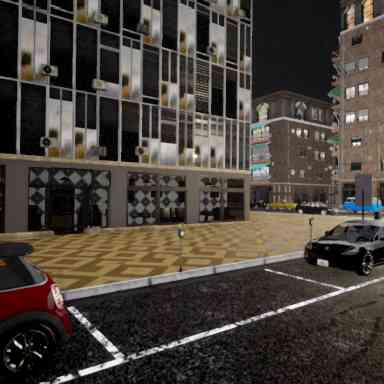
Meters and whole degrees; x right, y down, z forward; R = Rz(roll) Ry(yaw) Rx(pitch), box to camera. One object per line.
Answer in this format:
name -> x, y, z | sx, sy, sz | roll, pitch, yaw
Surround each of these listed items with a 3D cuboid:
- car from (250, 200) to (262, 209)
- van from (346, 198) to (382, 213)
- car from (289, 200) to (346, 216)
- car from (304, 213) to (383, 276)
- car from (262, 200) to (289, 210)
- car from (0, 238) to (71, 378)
car -> 9.587, 1.861, 51.097 | 1.947, 1.339, 4.313 | 0, -1, -35
van -> 19.085, 1.522, 37.426 | 1.690, 1.788, 3.998 | 0, -1, -35
car -> 12.199, 1.617, 32.647 | 2.008, 1.369, 4.403 | 0, -1, -35
car -> 5.358, 1.566, 10.372 | 4.313, 1.339, 1.947 | 0, 1, -35
car -> 12.656, 1.784, 46.680 | 1.752, 1.417, 4.829 | 0, -1, -35
car -> -3.717, 1.440, 3.897 | 4.097, 1.590, 1.967 | 0, 1, -35
